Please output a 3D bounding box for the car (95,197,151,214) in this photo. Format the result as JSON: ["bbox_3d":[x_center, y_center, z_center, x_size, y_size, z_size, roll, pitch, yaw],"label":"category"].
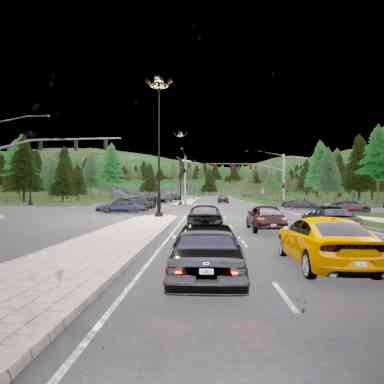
[{"bbox_3d":[-7.374,1.546,35.021,5.357,1.411,2.033,0,0,-1],"label":"car"}]

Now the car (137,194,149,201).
[{"bbox_3d":[-11.860,1.354,80.900,2.097,1.767,4.553,0,0,2],"label":"car"}]

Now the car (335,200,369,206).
[{"bbox_3d":[16.423,1.564,35.091,4.181,1.385,1.994,0,0,2],"label":"car"}]

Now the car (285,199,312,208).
[{"bbox_3d":[13.727,1.563,42.667,4.181,1.385,1.994,0,0,7],"label":"car"}]

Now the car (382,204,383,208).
[{"bbox_3d":[26.285,1.562,41.656,4.181,1.385,1.994,0,0,3],"label":"car"}]

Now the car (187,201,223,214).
[{"bbox_3d":[0.726,1.477,18.598,1.882,1.535,5.008,0,0,3],"label":"car"}]

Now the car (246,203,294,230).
[{"bbox_3d":[4.260,1.525,19.204,1.812,1.442,4.674,0,0,3],"label":"car"}]

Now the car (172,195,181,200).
[{"bbox_3d":[-4.360,1.532,93.021,2.033,1.411,5.357,0,0,2],"label":"car"}]

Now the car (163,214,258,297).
[{"bbox_3d":[0.378,1.547,8.777,2.033,1.411,5.357,0,0,2],"label":"car"}]

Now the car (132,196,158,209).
[{"bbox_3d":[-6.732,1.491,38.636,4.902,1.511,2.128,0,0,-2],"label":"car"}]

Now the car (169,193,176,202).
[{"bbox_3d":[-5.193,1.354,72.326,2.097,1.767,4.553,0,0,2],"label":"car"}]

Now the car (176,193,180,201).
[{"bbox_3d":[-4.786,1.224,82.619,2.150,2.045,5.566,0,0,2],"label":"car"}]

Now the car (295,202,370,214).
[{"bbox_3d":[7.745,1.547,18.821,2.033,1.411,5.357,0,0,3],"label":"car"}]

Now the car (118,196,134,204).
[{"bbox_3d":[-12.591,1.563,63.423,1.994,1.385,4.181,0,0,3],"label":"car"}]

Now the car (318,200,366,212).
[{"bbox_3d":[17.319,1.600,38.613,4.718,1.301,1.895,0,0,3],"label":"car"}]

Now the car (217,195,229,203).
[{"bbox_3d":[6.195,1.351,66.864,2.097,1.767,4.553,0,0,2],"label":"car"}]

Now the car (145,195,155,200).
[{"bbox_3d":[-11.452,1.538,91.134,2.033,1.411,5.357,0,0,2],"label":"car"}]

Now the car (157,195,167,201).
[{"bbox_3d":[-8.020,1.523,89.371,2.128,1.511,4.902,0,0,2],"label":"car"}]

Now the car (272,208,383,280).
[{"bbox_3d":[3.932,1.477,9.985,1.882,1.535,5.008,0,0,3],"label":"car"}]

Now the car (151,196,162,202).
[{"bbox_3d":[-8.422,1.551,79.245,1.994,1.385,4.181,0,0,2],"label":"car"}]

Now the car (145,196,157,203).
[{"bbox_3d":[-8.742,1.552,71.133,1.994,1.385,4.181,0,0,2],"label":"car"}]

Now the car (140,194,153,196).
[{"bbox_3d":[-9.152,1.491,62.282,2.128,1.511,4.902,0,0,3],"label":"car"}]

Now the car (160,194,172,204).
[{"bbox_3d":[-5.593,1.600,63.392,1.895,1.301,4.718,0,0,3],"label":"car"}]

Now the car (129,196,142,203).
[{"bbox_3d":[-12.209,1.523,72.043,1.812,1.442,4.674,0,0,2],"label":"car"}]
